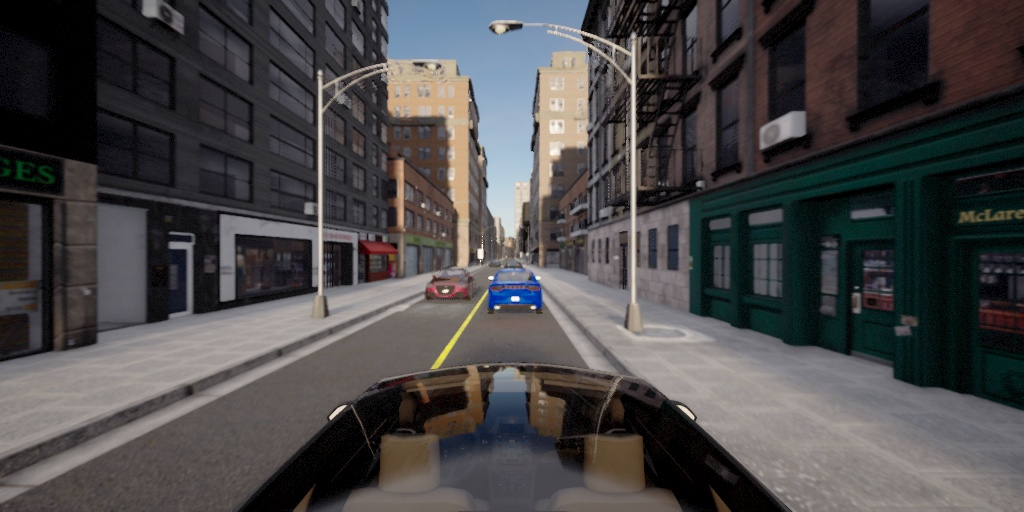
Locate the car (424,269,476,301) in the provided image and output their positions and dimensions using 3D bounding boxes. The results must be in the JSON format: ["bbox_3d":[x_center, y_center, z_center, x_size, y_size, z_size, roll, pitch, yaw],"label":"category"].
[{"bbox_3d":[-2.844,1.305,17.301,1.994,1.385,4.181,0,0,0],"label":"car"}]

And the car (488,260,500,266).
[{"bbox_3d":[-2.781,1.272,59.132,1.994,1.385,4.181,0,0,0],"label":"car"}]

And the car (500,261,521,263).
[{"bbox_3d":[0.111,1.234,31.693,1.837,1.490,4.892,0,0,0],"label":"car"}]

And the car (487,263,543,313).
[{"bbox_3d":[0.105,1.221,13.951,1.882,1.535,5.008,0,0,0],"label":"car"}]
